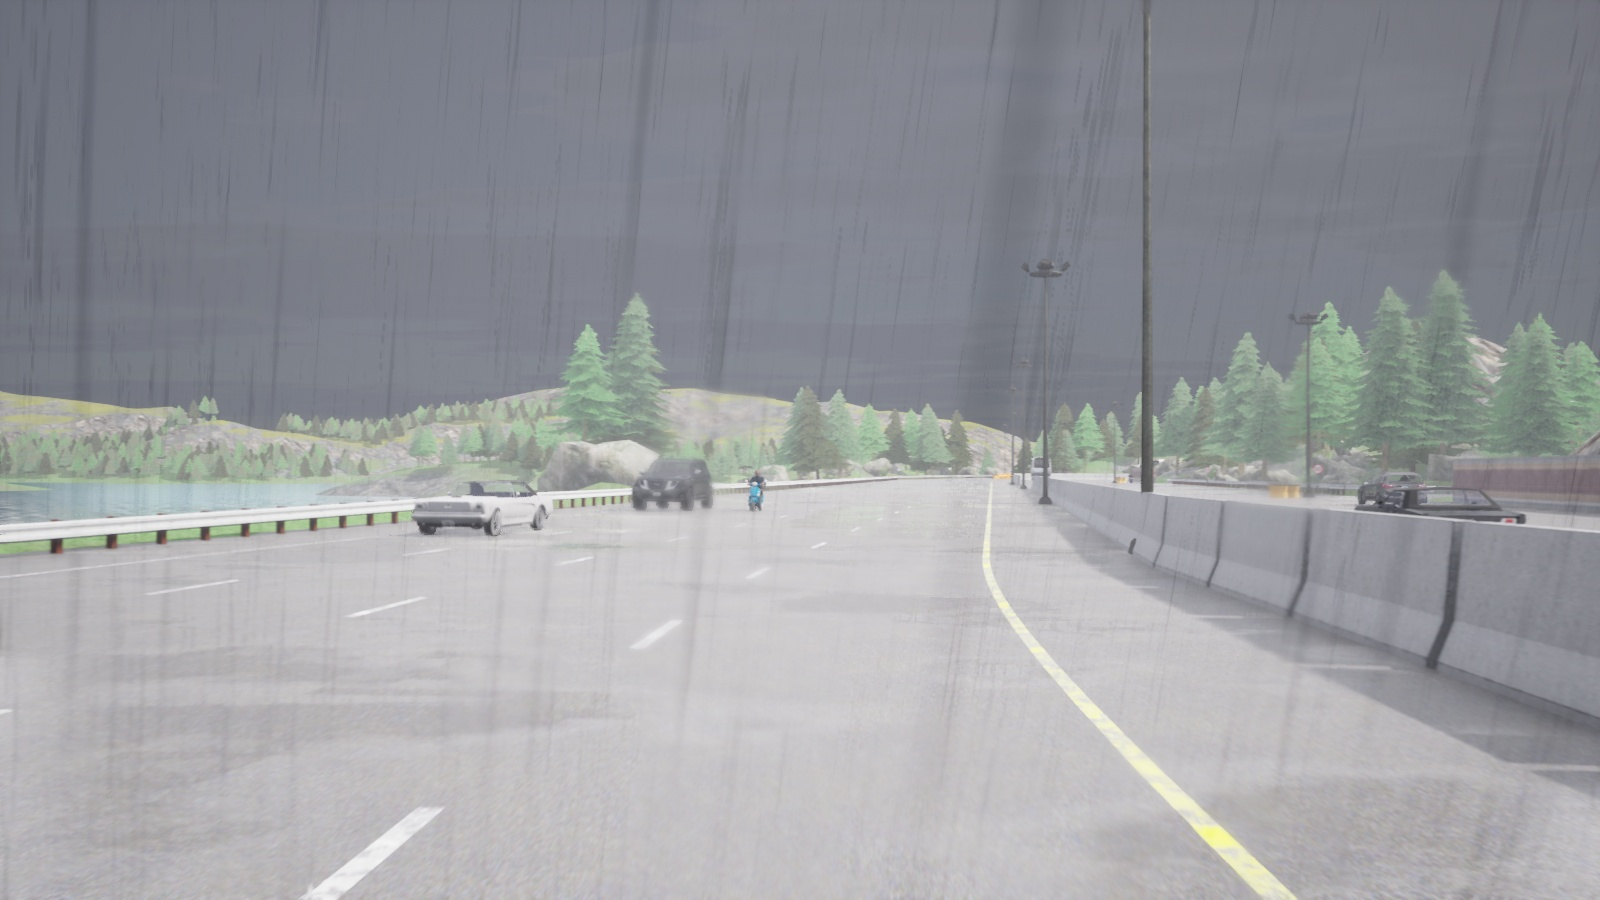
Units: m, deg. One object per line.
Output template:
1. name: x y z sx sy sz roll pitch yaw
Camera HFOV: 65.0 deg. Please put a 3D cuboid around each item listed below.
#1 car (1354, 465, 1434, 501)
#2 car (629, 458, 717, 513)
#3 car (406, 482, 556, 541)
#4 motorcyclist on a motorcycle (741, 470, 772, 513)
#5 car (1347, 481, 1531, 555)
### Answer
1. car: 28.740 1.576 60.947 2.242 1.667 4.611 0 -1 8
2. car: -4.906 1.379 49.426 2.150 2.045 5.566 0 -1 9
3. car: -7.743 1.461 30.974 1.895 1.301 4.718 0 -1 9
4. motorcyclist on a motorcycle: -1.635 1.572 47.661 0.866 1.590 1.817 0 -1 9
5. car: 12.591 1.290 25.096 1.895 1.301 4.718 0 -1 9
